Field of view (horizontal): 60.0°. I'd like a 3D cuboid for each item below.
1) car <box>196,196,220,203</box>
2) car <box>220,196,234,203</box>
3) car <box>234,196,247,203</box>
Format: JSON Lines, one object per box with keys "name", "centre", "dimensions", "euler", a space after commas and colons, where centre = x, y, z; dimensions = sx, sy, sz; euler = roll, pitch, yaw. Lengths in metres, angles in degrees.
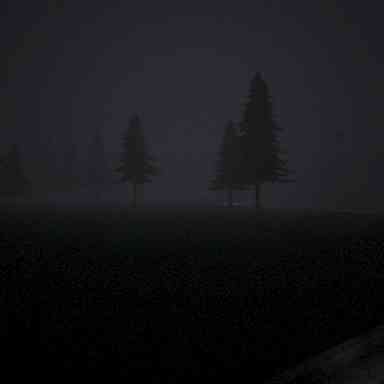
{"name": "car", "centre": [2.830, 1.653, 65.459], "dimensions": [1.895, 1.301, 4.718], "euler": [0, 0, -36]}
{"name": "car", "centre": [5.650, 1.559, 67.532], "dimensions": [1.837, 1.490, 4.892], "euler": [0, 0, -36]}
{"name": "car", "centre": [9.264, 1.502, 68.498], "dimensions": [2.128, 1.511, 4.902], "euler": [0, 0, -36]}
